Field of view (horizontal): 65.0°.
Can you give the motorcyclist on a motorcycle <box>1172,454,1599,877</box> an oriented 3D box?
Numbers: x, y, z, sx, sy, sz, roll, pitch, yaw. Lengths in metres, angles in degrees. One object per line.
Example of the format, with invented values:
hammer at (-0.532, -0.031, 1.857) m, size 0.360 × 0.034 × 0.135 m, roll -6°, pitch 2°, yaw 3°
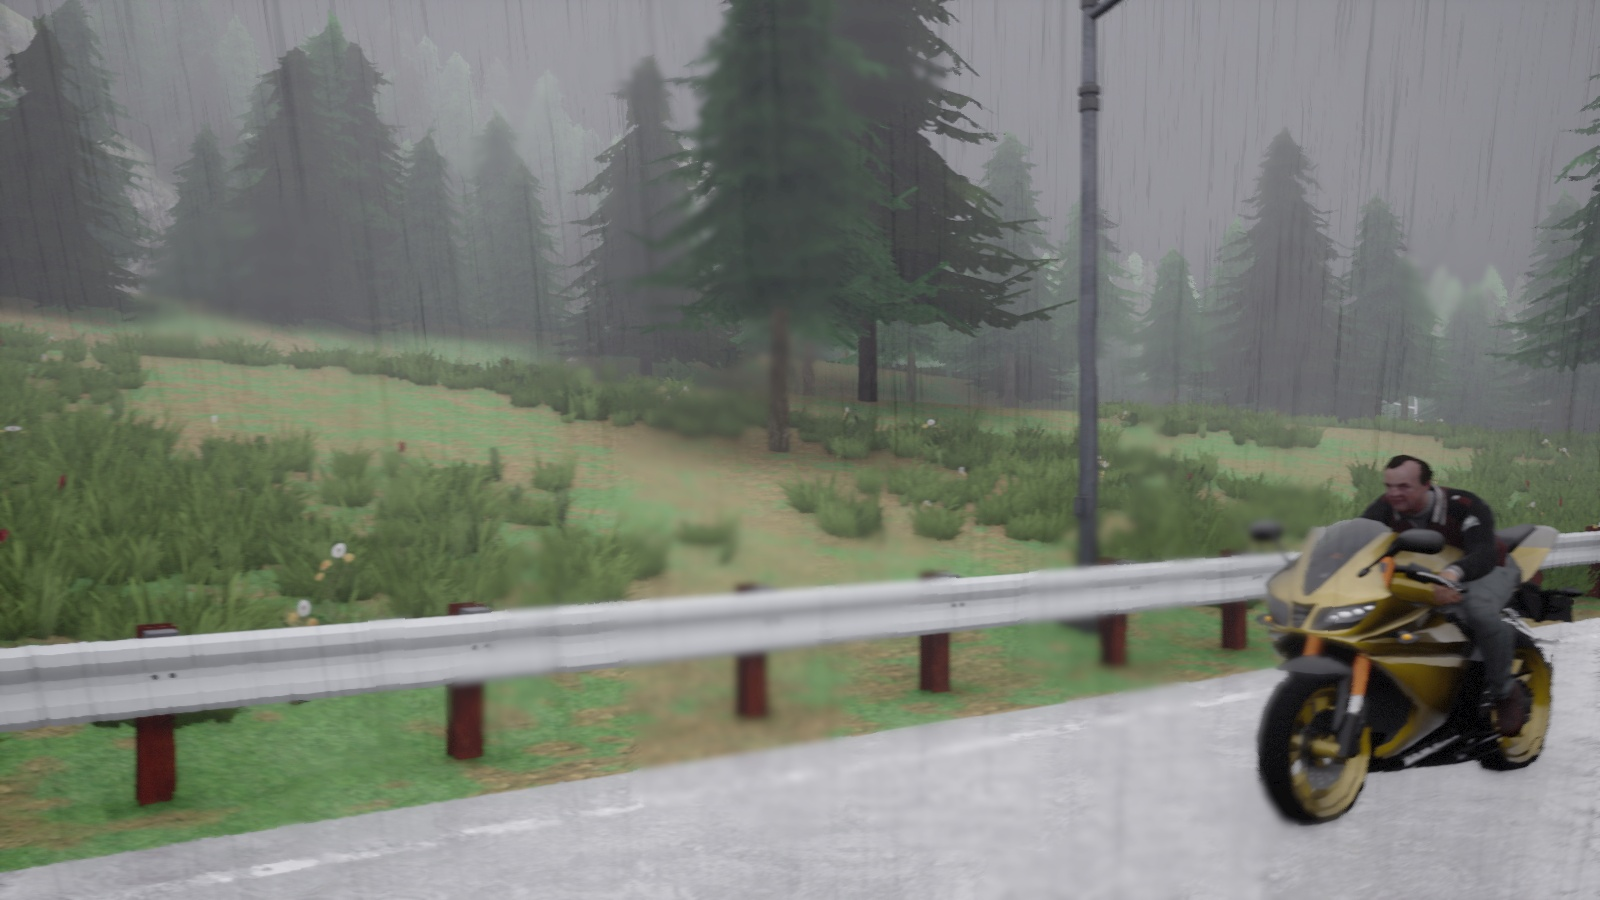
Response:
motorcyclist on a motorcycle at (2.712, 0.788, 5.546) m, size 2.191 × 1.530 × 0.866 m, roll 0°, pitch 0°, yaw -35°
